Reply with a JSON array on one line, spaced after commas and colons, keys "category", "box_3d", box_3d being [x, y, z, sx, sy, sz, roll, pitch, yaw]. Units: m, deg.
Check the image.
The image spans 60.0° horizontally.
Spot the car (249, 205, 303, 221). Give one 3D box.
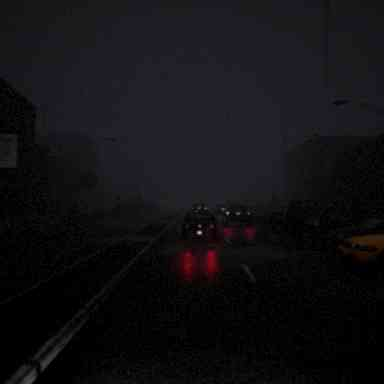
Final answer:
[{"category": "car", "box_3d": [8.204, 2.010, 32.833, 4.792, 1.488, 2.163, 0, -1, 1]}]

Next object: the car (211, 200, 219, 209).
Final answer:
[{"category": "car", "box_3d": [3.853, 2.200, 43.175, 1.837, 1.490, 4.892, 0, 0, 1]}]

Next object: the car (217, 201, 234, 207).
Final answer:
[{"category": "car", "box_3d": [9.331, 3.397, 93.474, 4.553, 1.767, 2.185, 0, -1, 1]}]

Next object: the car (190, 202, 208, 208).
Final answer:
[{"category": "car", "box_3d": [0.834, 2.001, 40.610, 2.097, 1.767, 4.553, 0, -2, 1]}]

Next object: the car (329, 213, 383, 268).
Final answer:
[{"category": "car", "box_3d": [7.637, 1.615, 10.794, 5.366, 1.575, 1.946, 0, -1, 1]}]

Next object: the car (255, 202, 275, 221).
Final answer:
[{"category": "car", "box_3d": [8.189, 1.924, 30.078, 4.892, 1.521, 2.231, 0, -1, 1]}]

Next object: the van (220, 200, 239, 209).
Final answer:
[{"category": "van", "box_3d": [8.989, 2.991, 79.692, 4.442, 1.987, 1.878, 0, -1, 1]}]

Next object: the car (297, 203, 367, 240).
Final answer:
[{"category": "car", "box_3d": [7.894, 1.562, 16.305, 4.553, 1.767, 2.185, 0, -1, 1]}]

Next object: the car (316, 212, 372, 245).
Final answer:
[{"category": "car", "box_3d": [7.877, 1.691, 13.547, 4.674, 1.452, 2.002, 0, -1, 1]}]

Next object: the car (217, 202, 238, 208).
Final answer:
[{"category": "car", "box_3d": [9.444, 3.402, 87.953, 5.366, 1.575, 1.946, 0, -1, 1]}]

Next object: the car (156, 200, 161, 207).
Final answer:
[{"category": "car", "box_3d": [-11.311, 2.952, 82.979, 5.566, 2.045, 2.435, 0, -1, 1]}]

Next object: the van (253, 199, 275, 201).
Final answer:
[{"category": "van", "box_3d": [8.450, 1.879, 38.224, 4.442, 1.987, 1.878, 0, -1, 1]}]

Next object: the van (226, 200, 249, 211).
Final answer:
[{"category": "van", "box_3d": [8.966, 2.646, 65.902, 4.442, 1.987, 1.878, 0, -1, 1]}]

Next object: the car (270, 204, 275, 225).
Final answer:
[{"category": "car", "box_3d": [8.033, 1.770, 21.812, 5.008, 1.535, 2.097, 0, -1, 1]}]

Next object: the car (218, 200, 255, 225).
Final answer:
[{"category": "car", "box_3d": [3.564, 1.723, 27.442, 2.097, 1.767, 4.553, 0, -1, 1]}]

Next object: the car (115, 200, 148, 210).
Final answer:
[{"category": "car", "box_3d": [-11.809, 2.463, 63.419, 5.566, 2.045, 2.435, 0, -2, 1]}]

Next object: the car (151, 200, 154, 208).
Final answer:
[{"category": "car", "box_3d": [-11.615, 2.682, 71.750, 5.566, 2.045, 2.435, 0, -1, 1]}]

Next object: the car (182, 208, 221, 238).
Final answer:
[{"category": "car", "box_3d": [0.438, 1.820, 19.253, 1.895, 1.301, 4.718, 0, -1, 1]}]

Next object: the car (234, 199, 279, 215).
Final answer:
[{"category": "car", "box_3d": [8.411, 1.996, 43.862, 5.566, 2.045, 2.435, 0, -2, 1]}]

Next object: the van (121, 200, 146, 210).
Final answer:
[{"category": "van", "box_3d": [-11.598, 2.564, 66.190, 4.442, 1.987, 1.878, 0, -2, 1]}]

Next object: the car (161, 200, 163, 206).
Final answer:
[{"category": "car", "box_3d": [-11.168, 3.382, 91.189, 5.008, 1.535, 2.097, 0, -1, 1]}]

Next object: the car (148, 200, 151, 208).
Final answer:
[{"category": "car", "box_3d": [-11.621, 2.895, 69.090, 4.792, 1.488, 2.163, 0, -1, 1]}]

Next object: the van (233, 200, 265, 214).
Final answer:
[{"category": "van", "box_3d": [8.425, 2.177, 49.371, 4.442, 1.987, 1.878, 0, -2, 1]}]

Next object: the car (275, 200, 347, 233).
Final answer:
[{"category": "car", "box_3d": [8.007, 1.476, 19.060, 5.566, 2.045, 2.435, 0, -1, 1]}]

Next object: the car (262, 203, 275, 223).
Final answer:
[{"category": "car", "box_3d": [8.075, 1.817, 24.567, 5.008, 1.535, 2.097, 0, -1, 1]}]

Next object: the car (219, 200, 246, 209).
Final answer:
[{"category": "car", "box_3d": [8.975, 2.832, 74.177, 5.566, 2.045, 2.435, 0, -1, 1]}]

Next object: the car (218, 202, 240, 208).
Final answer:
[{"category": "car", "box_3d": [9.393, 3.342, 85.194, 5.366, 1.575, 1.946, 0, -1, 1]}]
